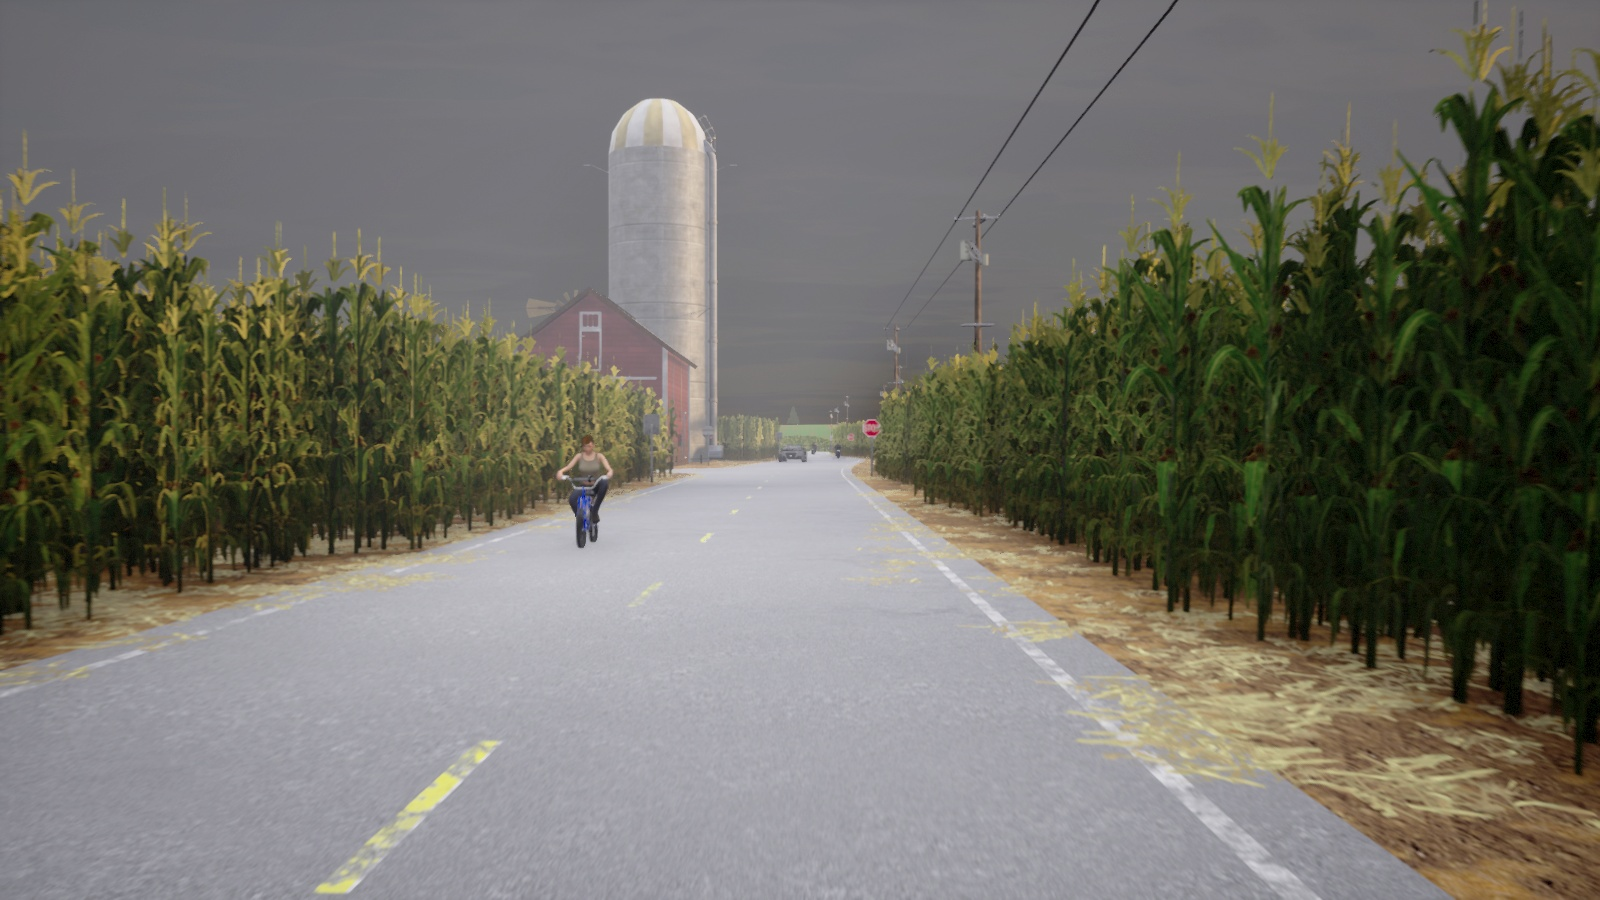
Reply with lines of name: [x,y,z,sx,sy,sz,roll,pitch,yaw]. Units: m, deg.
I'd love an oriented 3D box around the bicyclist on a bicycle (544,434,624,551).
bicyclist on a bicycle: [-3.075,0.579,17.992,0.866,1.612,1.509,0,0,1]

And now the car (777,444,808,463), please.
car: [-0.534,0.263,97.109,1.994,1.385,4.181,0,0,5]
